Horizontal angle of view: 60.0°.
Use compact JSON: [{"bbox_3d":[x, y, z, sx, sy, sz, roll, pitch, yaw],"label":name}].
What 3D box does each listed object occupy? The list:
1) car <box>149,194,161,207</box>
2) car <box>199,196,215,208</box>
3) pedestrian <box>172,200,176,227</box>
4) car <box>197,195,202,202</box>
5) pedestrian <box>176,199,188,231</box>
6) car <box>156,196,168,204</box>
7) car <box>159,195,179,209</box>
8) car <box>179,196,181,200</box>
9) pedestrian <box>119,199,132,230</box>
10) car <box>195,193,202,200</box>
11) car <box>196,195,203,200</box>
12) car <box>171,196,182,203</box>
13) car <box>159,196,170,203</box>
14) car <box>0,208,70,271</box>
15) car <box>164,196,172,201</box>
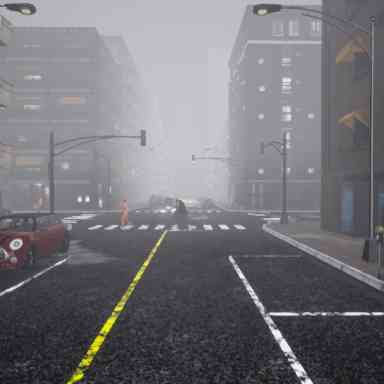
[{"bbox_3d":[-5.627,1.298,52.707,2.192,1.841,5.009,-1,0,0],"label":"car"},{"bbox_3d":[2.288,1.568,47.154,1.802,1.307,4.206,-1,0,0],"label":"car"},{"bbox_3d":[-0.859,1.288,20.419,0.375,1.860,0.375,-1,1,0],"label":"pedestrian"},{"bbox_3d":[2.256,1.534,52.693,2.008,1.369,4.403,-1,0,0],"label":"car"},{"bbox_3d":[-0.558,1.289,19.222,0.375,1.860,0.375,-1,1,0],"label":"pedestrian"},{"bbox_3d":[-5.687,1.504,63.611,1.752,1.417,4.829,-1,0,0],"label":"car"},{"bbox_3d":[-3.102,1.491,45.855,1.837,1.490,4.892,0,0,0],"label":"car"},{"bbox_3d":[-3.156,1.583,55.955,1.895,1.301,4.718,0,0,0],"label":"car"},{"bbox_3d":[-3.957,1.289,19.745,0.375,1.860,0.375,-1,1,0],"label":"pedestrian"},{"bbox_3d":[2.130,1.518,74.849,1.887,1.381,4.507,-1,0,0],"label":"car"},{"bbox_3d":[2.036,1.546,91.467,1.802,1.307,4.206,-1,0,0],"label":"car"},{"bbox_3d":[-3.150,1.524,68.336,2.033,1.411,5.357,0,0,0],"label":"car"},{"bbox_3d":[-5.718,1.558,69.319,1.802,1.307,4.206,-1,0,0],"label":"car"},{"bbox_3d":[-5.517,1.437,10.729,1.967,1.590,4.097,-1,0,0],"label":"car"},{"bbox_3d":[-5.781,1.552,80.393,1.802,1.307,4.206,-1,0,0],"label":"car"}]
